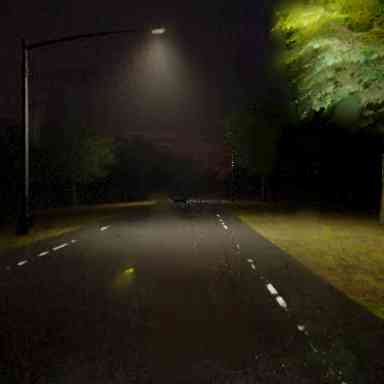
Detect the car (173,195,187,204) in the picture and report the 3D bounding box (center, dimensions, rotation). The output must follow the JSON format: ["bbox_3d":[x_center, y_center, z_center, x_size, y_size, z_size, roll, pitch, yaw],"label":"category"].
[{"bbox_3d":[-1.883,1.143,53.793,2.033,1.411,5.357,0,0,4],"label":"car"}]
